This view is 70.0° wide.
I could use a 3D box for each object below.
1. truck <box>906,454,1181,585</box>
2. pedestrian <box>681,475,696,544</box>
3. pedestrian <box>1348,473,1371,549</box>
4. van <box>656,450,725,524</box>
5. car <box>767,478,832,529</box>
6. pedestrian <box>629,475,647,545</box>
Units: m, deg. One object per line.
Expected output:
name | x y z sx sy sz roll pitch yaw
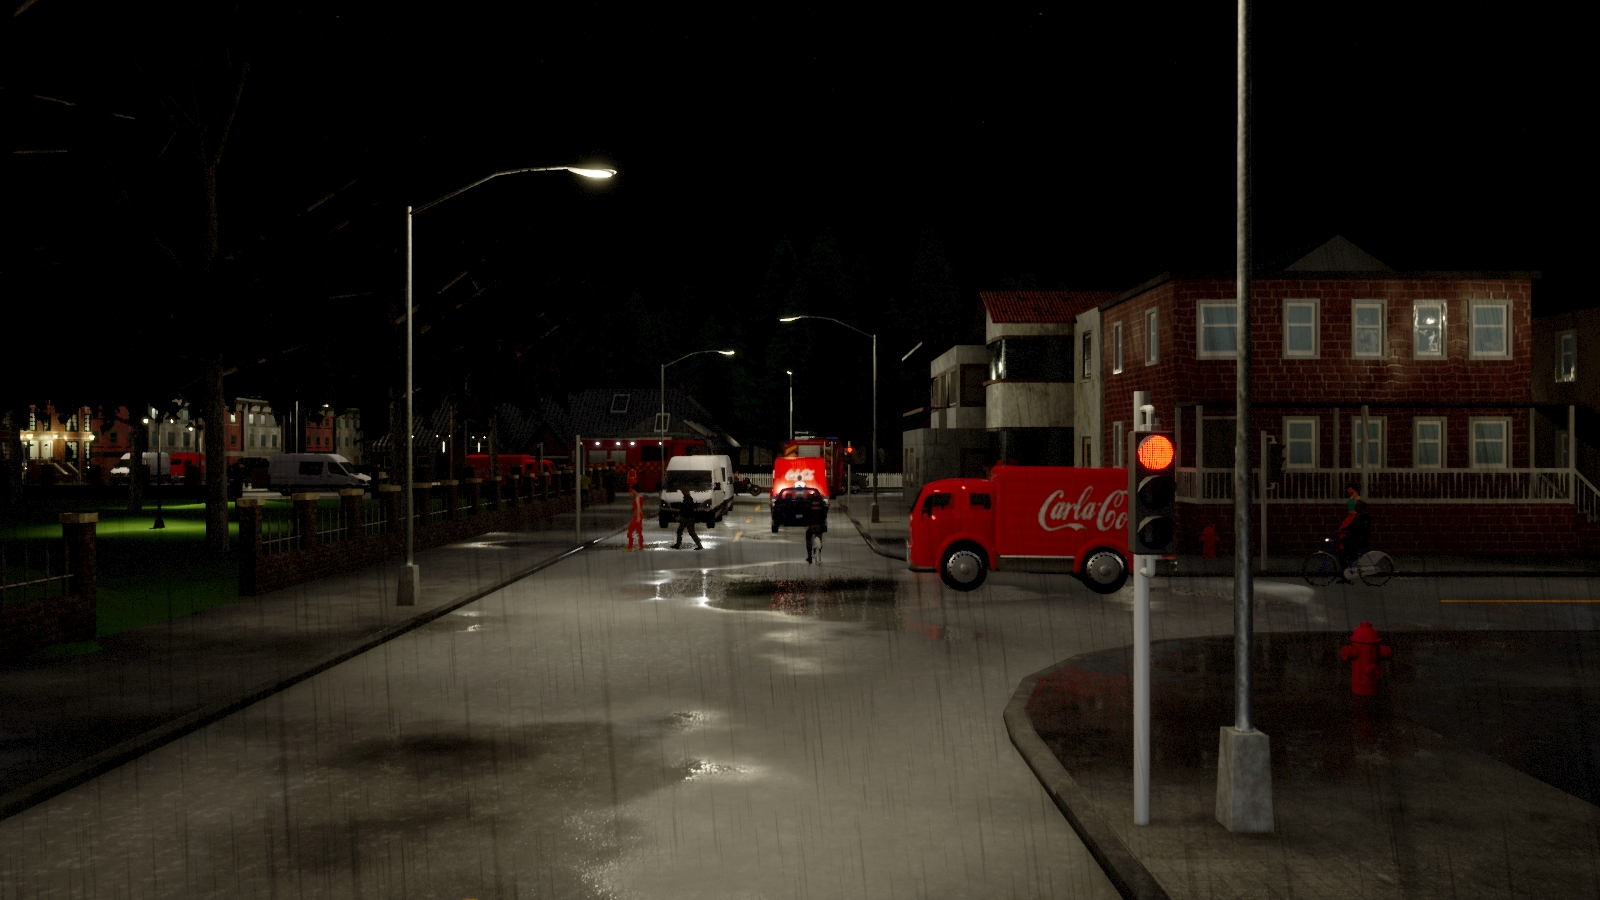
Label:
truck | 4.799 1.343 23.415 5.204 2.467 2.627 0 0 5
pedestrian | -3.061 1.615 31.248 0.375 1.860 0.375 0 0 0
pedestrian | 13.912 1.504 28.407 0.375 1.860 0.375 0 0 -3
van | -4.007 1.296 42.666 1.988 2.561 5.915 0 0 0
car | -0.015 1.797 39.830 2.097 1.535 5.006 0 0 0
pedestrian | -4.357 1.615 30.719 0.375 1.860 0.375 0 0 11
